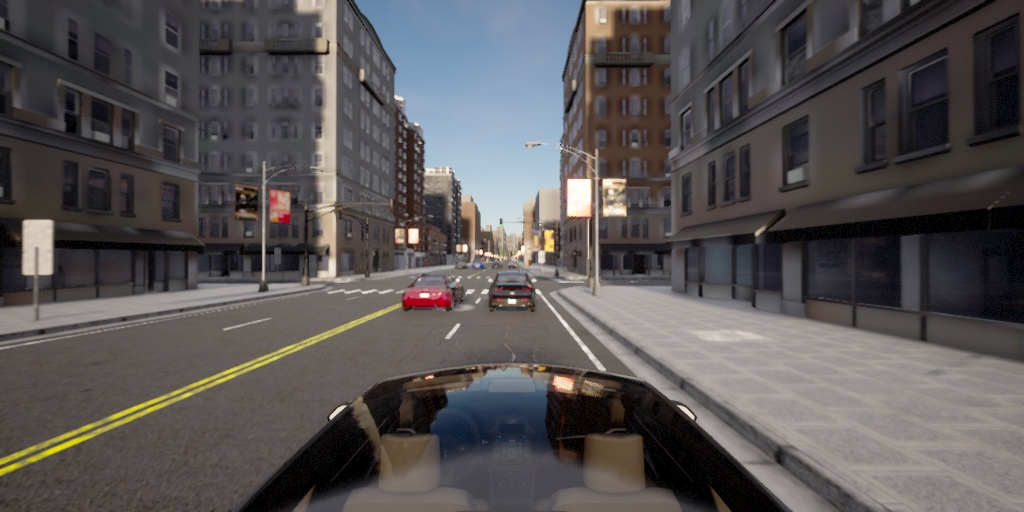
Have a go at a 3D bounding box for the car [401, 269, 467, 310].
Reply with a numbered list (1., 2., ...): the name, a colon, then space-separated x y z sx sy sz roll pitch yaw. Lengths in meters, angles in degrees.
1. car: -3.237 1.447 15.374 1.994 1.385 4.181 0 0 0

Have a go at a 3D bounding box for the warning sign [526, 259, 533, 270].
1. warning sign: 2.851 1.414 59.262 1.300 1.860 1.060 0 0 0

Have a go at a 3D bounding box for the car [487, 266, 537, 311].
1. car: 0.014 1.389 15.344 1.837 1.490 4.892 0 0 0
